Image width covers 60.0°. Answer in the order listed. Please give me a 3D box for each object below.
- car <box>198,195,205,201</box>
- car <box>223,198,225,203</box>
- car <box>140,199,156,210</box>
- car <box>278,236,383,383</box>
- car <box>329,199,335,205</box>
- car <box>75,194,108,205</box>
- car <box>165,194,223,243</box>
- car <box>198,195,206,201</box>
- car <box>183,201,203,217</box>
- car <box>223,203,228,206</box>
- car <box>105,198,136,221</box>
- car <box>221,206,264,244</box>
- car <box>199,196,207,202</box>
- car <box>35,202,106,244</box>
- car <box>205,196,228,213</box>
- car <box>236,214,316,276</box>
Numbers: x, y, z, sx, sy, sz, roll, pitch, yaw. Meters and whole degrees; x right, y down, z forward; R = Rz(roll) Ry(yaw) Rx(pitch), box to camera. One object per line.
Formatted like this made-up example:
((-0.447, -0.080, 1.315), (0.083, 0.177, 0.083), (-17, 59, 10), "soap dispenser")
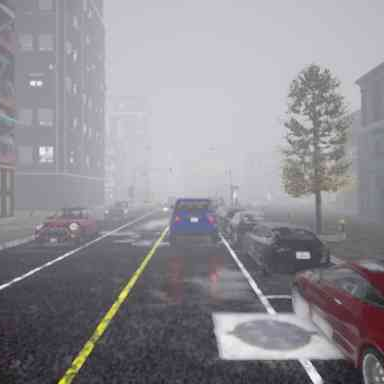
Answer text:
((2.667, 1.612, 92.714), (1.967, 1.590, 4.097), (0, 0, 0), "car")
((2.682, 1.565, 32.460), (1.752, 1.417, 4.829), (0, 0, 0), "car")
((-5.702, 1.580, 43.198), (1.752, 1.417, 4.829), (0, 0, 0), "car")
((2.689, 1.585, 4.593), (1.802, 1.307, 4.206), (0, 0, 0), "car")
((26.137, 1.745, 57.864), (4.507, 1.381, 1.887), (0, 0, 0), "car")
((-17.287, 1.338, 57.599), (5.009, 1.841, 2.192), (0, 0, 0), "car")
((0.097, 1.239, 16.270), (2.150, 2.045, 5.566), (0, 0, 0), "car")
((2.669, 1.594, 87.018), (1.967, 1.590, 4.097), (0, 0, 0), "car")
((0.093, 1.641, 33.017), (1.895, 1.301, 4.718), (0, 0, 0), "car")
((2.685, 1.590, 21.210), (1.947, 1.339, 4.313), (0, 0, 0), "car")
((-5.697, 1.472, 26.749), (1.967, 1.590, 4.097), (0, 0, 0), "car")
((2.686, 1.568, 15.671), (2.008, 1.369, 4.403), (0, 0, 0), "car")
((2.670, 1.688, 81.320), (2.008, 1.369, 4.403), (0, 0, 0), "car")
((-5.694, 1.457, 15.669), (1.967, 1.590, 4.097), (0, 0, 0), "car")
((2.681, 1.362, 37.830), (2.192, 1.841, 5.009), (0, 0, 0), "car")
((2.688, 1.575, 10.133), (1.947, 1.339, 4.313), (0, 0, 0), "car")
